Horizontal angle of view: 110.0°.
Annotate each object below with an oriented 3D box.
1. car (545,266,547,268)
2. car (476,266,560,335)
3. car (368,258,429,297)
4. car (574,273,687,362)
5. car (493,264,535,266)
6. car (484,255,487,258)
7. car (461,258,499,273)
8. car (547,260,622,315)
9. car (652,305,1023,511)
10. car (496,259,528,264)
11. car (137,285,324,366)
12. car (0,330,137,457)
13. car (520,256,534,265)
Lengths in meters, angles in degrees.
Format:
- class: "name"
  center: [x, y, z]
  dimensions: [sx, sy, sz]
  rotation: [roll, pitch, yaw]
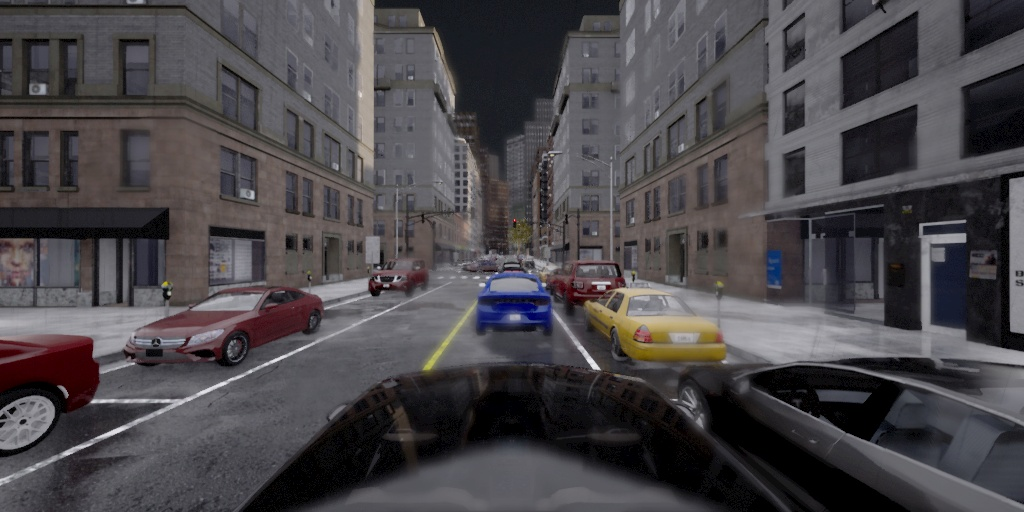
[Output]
- class: "car"
  center: [2.740, 1.309, 18.990]
  dimensions: [1.802, 1.307, 4.207]
  rotation: [0, 0, 0]
- class: "car"
  center: [0.038, 1.220, 10.485]
  dimensions: [1.882, 1.535, 5.008]
  rotation: [0, 0, -1]
- class: "car"
  center: [-5.786, 1.042, 18.986]
  dimensions: [2.192, 1.841, 5.009]
  rotation: [0, 0, 0]
- class: "car"
  center: [2.754, 1.271, 8.054]
  dimensions: [1.751, 1.417, 4.829]
  rotation: [0, 0, 0]
- class: "car"
  center: [0.072, 1.293, 18.047]
  dimensions: [1.994, 1.385, 4.181]
  rotation: [0, 0, 0]
- class: "car"
  center: [-5.843, 0.976, 62.070]
  dimensions: [1.967, 1.591, 4.097]
  rotation: [0, 0, 0]
- class: "car"
  center: [-2.896, 1.213, 39.760]
  dimensions: [5.357, 1.411, 2.033]
  rotation: [0, 0, -32]
- class: "car"
  center: [2.747, 1.053, 13.438]
  dimensions: [2.192, 1.841, 5.009]
  rotation: [0, 0, 0]
- class: "car"
  center: [2.762, 1.316, 2.332]
  dimensions: [1.948, 1.339, 4.313]
  rotation: [0, 0, 0]
- class: "car"
  center: [0.013, 1.210, 26.960]
  dimensions: [1.837, 1.490, 4.892]
  rotation: [0, 0, 0]
- class: "car"
  center: [-5.771, 1.327, 7.879]
  dimensions: [1.802, 1.307, 4.207]
  rotation: [0, 0, 0]
- class: "car"
  center: [-5.763, 1.295, 2.327]
  dimensions: [1.888, 1.381, 4.507]
  rotation: [0, 0, 0]
- class: "car"
  center: [2.689, 1.120, 56.650]
  dimensions: [2.007, 1.370, 4.403]
  rotation: [0, 0, 0]
